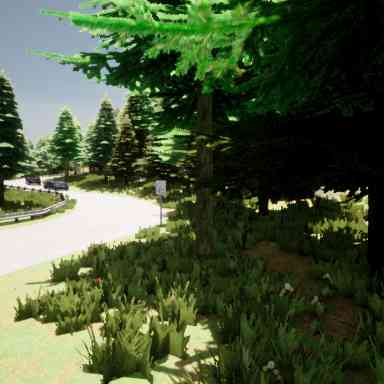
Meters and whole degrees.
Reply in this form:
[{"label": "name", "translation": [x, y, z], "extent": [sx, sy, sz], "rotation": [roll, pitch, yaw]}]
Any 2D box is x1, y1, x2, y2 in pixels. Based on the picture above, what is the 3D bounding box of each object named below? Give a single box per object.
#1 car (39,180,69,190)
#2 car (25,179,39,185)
[{"label": "car", "translation": [-18.881, -0.986, 46.136], "extent": [4.181, 1.385, 1.994], "rotation": [6, 4, 39]}, {"label": "car", "translation": [-25.510, -1.912, 53.400], "extent": [1.837, 1.490, 4.892], "rotation": [0, 5, -34]}]
